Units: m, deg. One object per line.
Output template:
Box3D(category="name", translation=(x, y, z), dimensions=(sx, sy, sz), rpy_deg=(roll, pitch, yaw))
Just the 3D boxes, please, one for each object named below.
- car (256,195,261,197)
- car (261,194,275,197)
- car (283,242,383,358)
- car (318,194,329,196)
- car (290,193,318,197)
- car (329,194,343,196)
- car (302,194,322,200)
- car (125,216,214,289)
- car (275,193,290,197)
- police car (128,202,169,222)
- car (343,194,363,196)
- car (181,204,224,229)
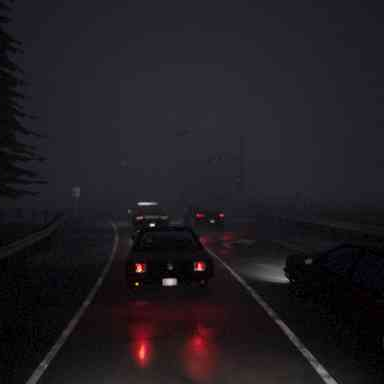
Box3D(category="car", translation=(16.492, 1.257, 77.554), dimensions=(4.181, 1.385, 1.994), rpy_deg=(0, 0, -21))
Box3D(category="car", translation=(18.805, 1.238, 74.698), dimensions=(4.902, 1.511, 2.128), rpy_deg=(0, 0, -21))
Box3D(category="car", translation=(3.209, 1.525, 5.316), dimensions=(2.033, 1.411, 5.357), rpy_deg=(0, 0, -4))
Box3D(category="car", translation=(32.756, 1.201, 81.366), dimensions=(4.674, 1.442, 1.812), rpy_deg=(0, 0, -32))
Box3D(category="car", translation=(23.134, 1.283, 68.873), dimensions=(4.181, 1.385, 1.994), rpy_deg=(0, 0, -21))
Box3D(category="car", translation=(35.229, 1.208, 78.812), dimensions=(4.674, 1.442, 1.812), rpy_deg=(0, 0, -32))
Box3D(category="car", translation=(30.311, 1.209, 83.943), dimensions=(5.357, 1.411, 2.033), rpy_deg=(0, 0, -32))
Box3D(category="car", translation=(-0.711, 1.568, 9.082), dimensions=(1.895, 1.301, 4.718), rpy_deg=(0, 0, -7))
Box3D(category="car", translation=(21.066, 1.076, 71.819), dimensions=(4.553, 1.767, 2.097), rpy_deg=(0, 0, -21))
Box3D(category="police car", translation=(-2.481, 1.359, 18.527), dimensions=(1.930, 1.638, 5.238), rpy_deg=(0, 0, -13))
Box3D(category="car", translation=(37.345, 1.192, 76.013), dimensions=(4.892, 1.490, 1.837), rpy_deg=(0, 0, -32))
Box3D(category="car", translation=(0.585, 1.450, 20.655), dimensions=(1.812, 1.442, 4.674), rpy_deg=(0, 0, -14))
